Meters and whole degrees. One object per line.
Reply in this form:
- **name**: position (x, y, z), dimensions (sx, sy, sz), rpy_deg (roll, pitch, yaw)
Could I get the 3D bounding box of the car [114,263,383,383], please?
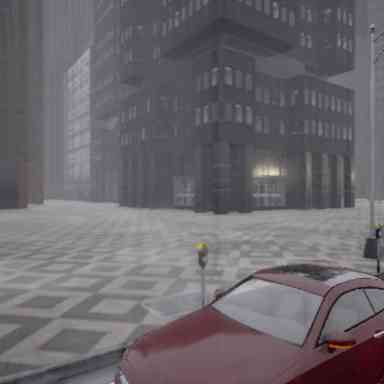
- **car**: position (1.225, 1.577, 3.835), dimensions (4.206, 1.307, 1.802), rpy_deg (0, 0, -35)
